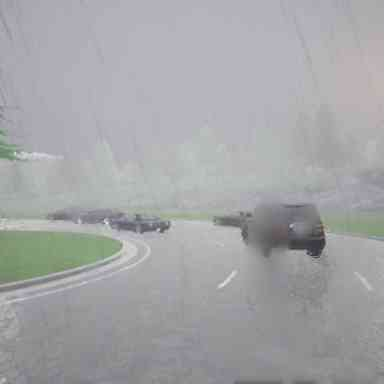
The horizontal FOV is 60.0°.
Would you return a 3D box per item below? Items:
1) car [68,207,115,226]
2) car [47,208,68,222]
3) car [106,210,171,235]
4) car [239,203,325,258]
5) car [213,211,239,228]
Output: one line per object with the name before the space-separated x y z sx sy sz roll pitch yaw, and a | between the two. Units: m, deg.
car | -8.063 2.187 29.054 4.892 1.490 1.837 -1 -2 22
car | -12.764 2.341 34.461 4.902 1.511 2.128 -1 -1 20
car | -3.574 2.092 22.272 1.895 1.301 4.718 0 -2 -42
car | 3.623 1.457 14.003 2.150 2.045 5.566 0 -1 -1
car | 3.551 2.041 24.399 1.895 1.301 4.718 0 -1 -33
